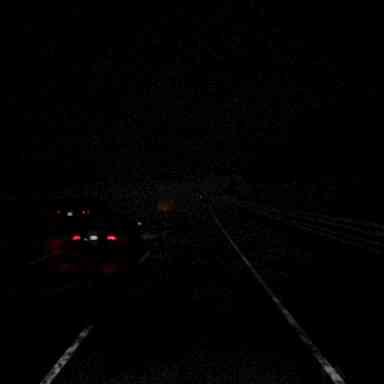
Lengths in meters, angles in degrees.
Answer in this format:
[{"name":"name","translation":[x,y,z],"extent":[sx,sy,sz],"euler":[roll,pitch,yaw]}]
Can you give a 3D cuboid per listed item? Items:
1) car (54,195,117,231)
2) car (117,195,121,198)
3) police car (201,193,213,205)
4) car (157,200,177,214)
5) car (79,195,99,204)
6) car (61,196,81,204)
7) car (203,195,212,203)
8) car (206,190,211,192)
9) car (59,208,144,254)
[{"name":"car","translation":[-6.681,1.322,21.004],"extent":[2.150,2.045,5.566],"euler":[0,0,1]},{"name":"car","translation":[-15.535,1.422,67.112],"extent":[1.837,1.490,4.892],"euler":[0,0,3]},{"name":"police car","translation":[2.711,1.434,61.136],"extent":[1.930,1.638,5.238],"euler":[0,0,3]},{"name":"car","translation":[-2.755,1.589,37.324],"extent":[1.882,1.535,5.008],"euler":[0,0,2]},{"name":"car","translation":[-19.297,1.430,62.657],"extent":[1.882,1.535,5.008],"euler":[0,0,3]},{"name":"car","translation":[-22.796,1.503,62.713],"extent":[1.994,1.385,4.181],"euler":[0,0,3]},{"name":"car","translation":[3.272,1.446,70.896],"extent":[1.812,1.442,4.674],"euler":[0,1,4]},{"name":"car","translation":[3.943,0.785,95.101],"extent":[1.812,1.442,4.674],"euler":[0,2,5]},{"name":"car","translation":[-3.296,1.624,13.805],"extent":[2.033,1.411,5.357],"euler":[0,0,1]}]
